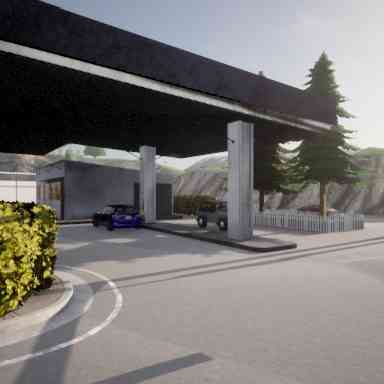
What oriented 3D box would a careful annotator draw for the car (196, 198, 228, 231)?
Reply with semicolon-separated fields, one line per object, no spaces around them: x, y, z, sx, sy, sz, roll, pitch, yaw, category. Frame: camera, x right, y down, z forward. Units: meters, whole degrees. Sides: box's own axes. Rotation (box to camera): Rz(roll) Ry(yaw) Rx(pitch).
1.918;1.505;22.275;1.905;1.878;3.866;0;0;-34;car

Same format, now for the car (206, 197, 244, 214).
3.876;1.543;39.377;2.097;1.767;4.553;0;0;-33;car

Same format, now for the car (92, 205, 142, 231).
-5.197;1.672;22.767;2.242;1.667;4.611;0;0;-34;car

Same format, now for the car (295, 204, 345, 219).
10.910;1.755;28.495;1.994;1.385;4.181;0;0;-33;car
